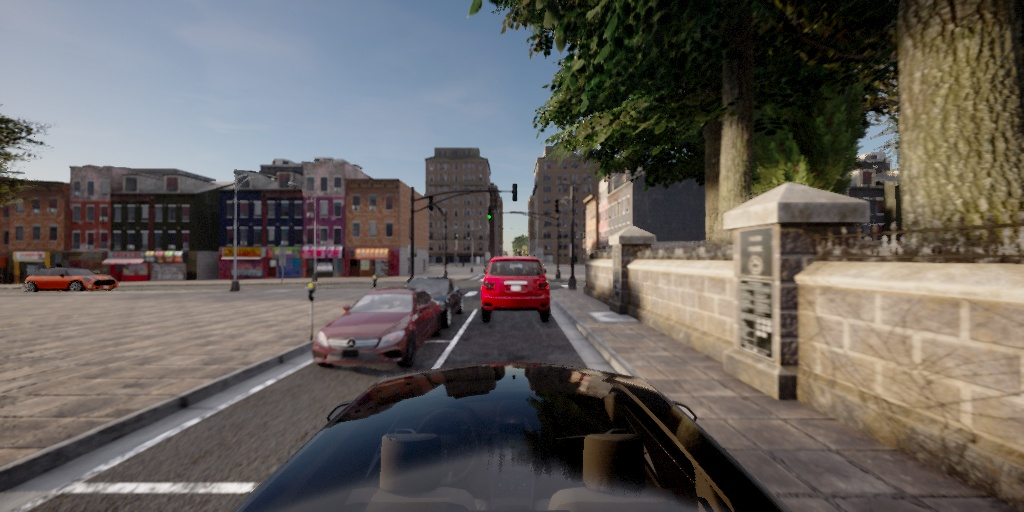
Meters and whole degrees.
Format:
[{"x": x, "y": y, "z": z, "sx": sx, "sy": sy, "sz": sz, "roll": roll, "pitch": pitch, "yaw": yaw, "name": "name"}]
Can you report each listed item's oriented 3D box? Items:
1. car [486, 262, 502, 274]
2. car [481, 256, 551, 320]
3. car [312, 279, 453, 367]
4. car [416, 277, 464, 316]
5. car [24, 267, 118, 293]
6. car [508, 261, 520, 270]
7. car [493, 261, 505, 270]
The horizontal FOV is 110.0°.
[{"x": -2.265, "y": 1.511, "z": 46.263, "sx": 1.837, "sy": 1.490, "sz": 4.892, "roll": 0, "pitch": 0, "yaw": 0, "name": "car"}, {"x": 0.116, "y": 1.038, "z": 13.018, "sx": 2.150, "sy": 2.045, "sz": 5.566, "roll": 0, "pitch": 0, "yaw": 0, "name": "car"}, {"x": -2.635, "y": 1.369, "z": 7.944, "sx": 1.802, "sy": 1.307, "sz": 4.207, "roll": 0, "pitch": 0, "yaw": 0, "name": "car"}, {"x": -2.634, "y": 1.375, "z": 11.607, "sx": 1.948, "sy": 1.339, "sz": 4.313, "roll": 0, "pitch": 0, "yaw": 0, "name": "car"}, {"x": -29.936, "y": 1.589, "z": 24.468, "sx": 4.553, "sy": 1.767, "sz": 2.097, "roll": -1, "pitch": 0, "yaw": 0, "name": "car"}, {"x": 0.306, "y": 1.653, "z": 63.822, "sx": 2.033, "sy": 1.411, "sz": 5.357, "roll": 0, "pitch": 0, "yaw": 0, "name": "car"}, {"x": -2.238, "y": 1.600, "z": 61.948, "sx": 1.837, "sy": 1.490, "sz": 4.892, "roll": 0, "pitch": 0, "yaw": 0, "name": "car"}]
